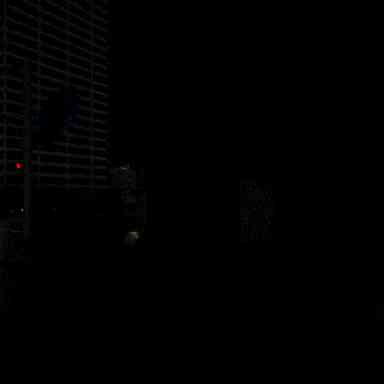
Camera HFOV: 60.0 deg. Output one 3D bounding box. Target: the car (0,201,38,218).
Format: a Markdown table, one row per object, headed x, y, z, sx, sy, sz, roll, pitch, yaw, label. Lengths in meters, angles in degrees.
| x | y | z | sx | sy | sz | roll | pitch | yaw | label |
| --- | --- | --- | --- | --- | --- | --- | --- | --- | --- |
| -15.521 | 1.530 | 30.663 | 2.033 | 1.411 | 5.357 | 0 | 0 | 35 | car |

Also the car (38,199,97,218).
| x | y | z | sx | sy | sz | roll | pitch | yaw | label |
| --- | --- | --- | --- | --- | --- | --- | --- | --- | --- |
| -11.149 | 1.462 | 30.782 | 1.882 | 1.535 | 5.008 | 0 | 0 | 35 | car |
